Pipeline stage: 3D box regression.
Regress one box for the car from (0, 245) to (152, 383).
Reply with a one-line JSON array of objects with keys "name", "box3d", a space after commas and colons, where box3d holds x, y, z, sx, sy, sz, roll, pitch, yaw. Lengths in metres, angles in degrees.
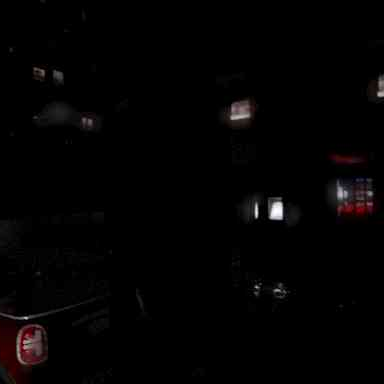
[{"name": "car", "box3d": [-2.580, 1.485, 4.719, 4.097, 1.590, 1.967, -1, -1, 36]}]
